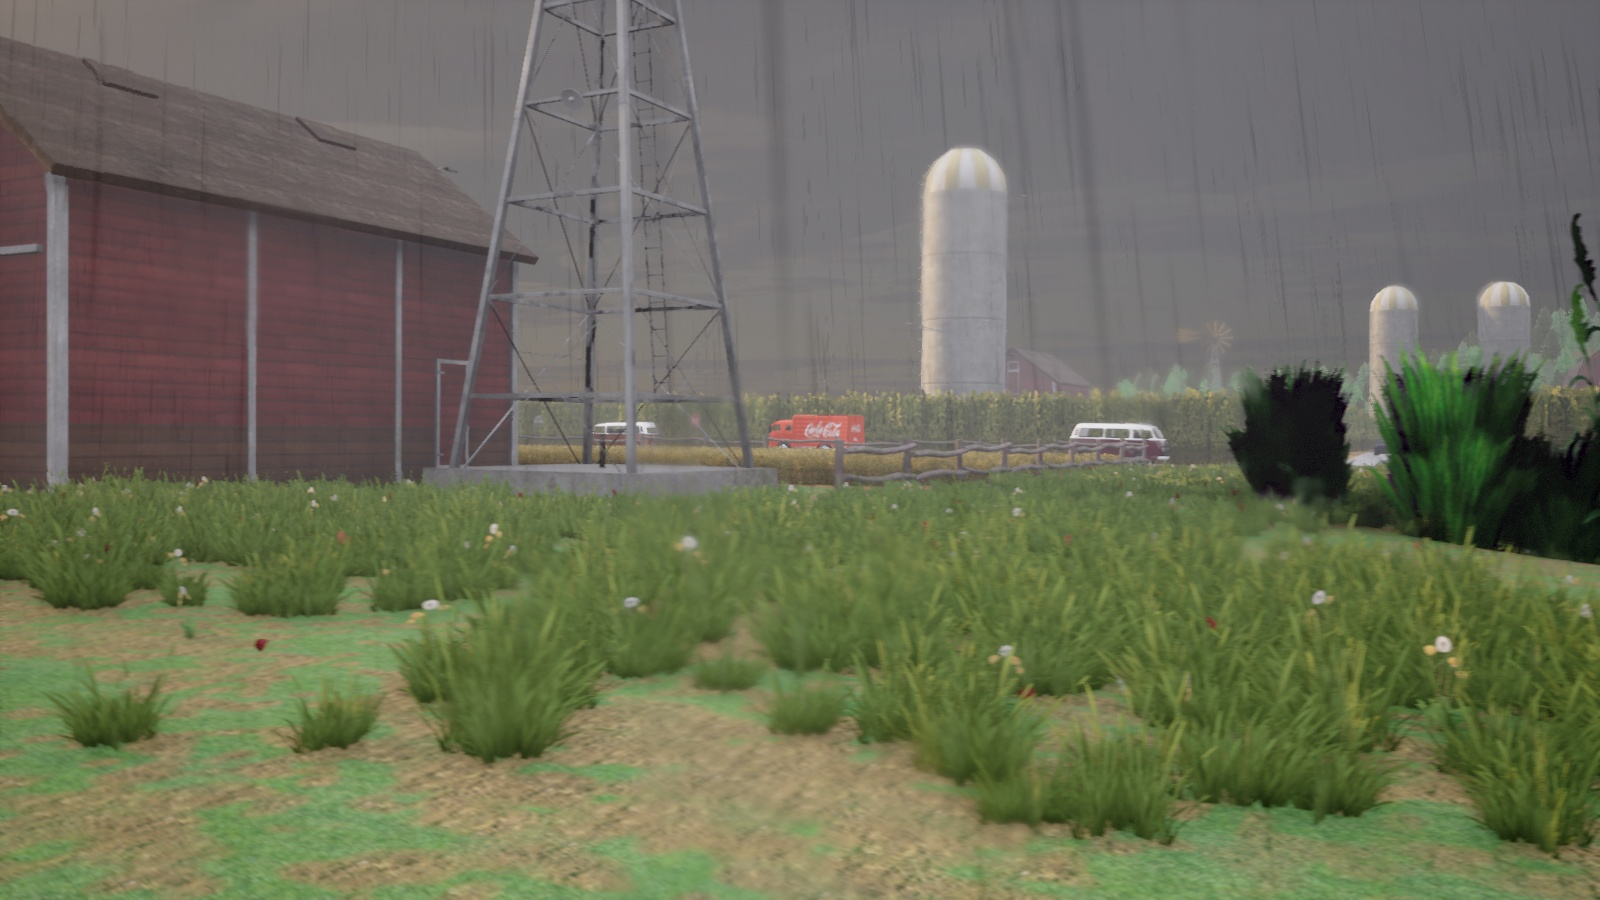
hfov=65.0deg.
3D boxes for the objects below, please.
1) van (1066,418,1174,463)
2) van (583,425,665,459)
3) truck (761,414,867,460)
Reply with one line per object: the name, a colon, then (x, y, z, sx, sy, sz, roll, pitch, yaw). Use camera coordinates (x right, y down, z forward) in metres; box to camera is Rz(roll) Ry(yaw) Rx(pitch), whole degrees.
van: (14.901, -0.486, 58.533, 4.480, 2.038, 2.069, 1, 1, 28)
van: (-10.582, -0.481, 75.573, 4.480, 2.038, 2.069, 0, 1, 28)
truck: (0.797, -0.716, 69.528, 5.204, 2.467, 2.627, 0, 1, 28)
